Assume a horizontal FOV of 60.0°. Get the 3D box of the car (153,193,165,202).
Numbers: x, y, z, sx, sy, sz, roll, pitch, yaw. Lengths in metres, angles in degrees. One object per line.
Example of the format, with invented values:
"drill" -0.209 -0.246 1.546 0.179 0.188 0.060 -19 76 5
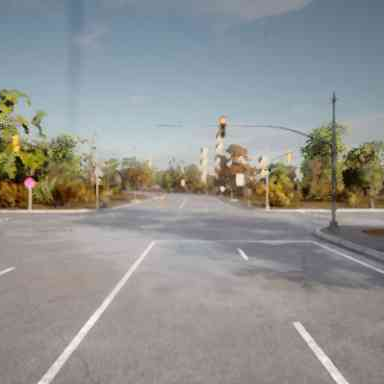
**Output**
"car" -6.612 1.030 66.678 2.097 1.767 4.553 0 1 0
